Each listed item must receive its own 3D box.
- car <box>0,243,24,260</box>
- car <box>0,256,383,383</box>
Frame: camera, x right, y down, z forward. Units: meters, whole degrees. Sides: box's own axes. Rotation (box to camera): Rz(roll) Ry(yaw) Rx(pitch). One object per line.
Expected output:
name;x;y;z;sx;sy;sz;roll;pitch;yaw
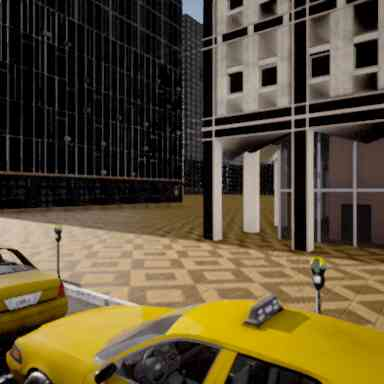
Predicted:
car;-4.169;1.415;5.891;4.829;1.417;1.752;1;0;36
car;0.316;1.505;2.669;4.829;1.417;1.752;1;0;36
